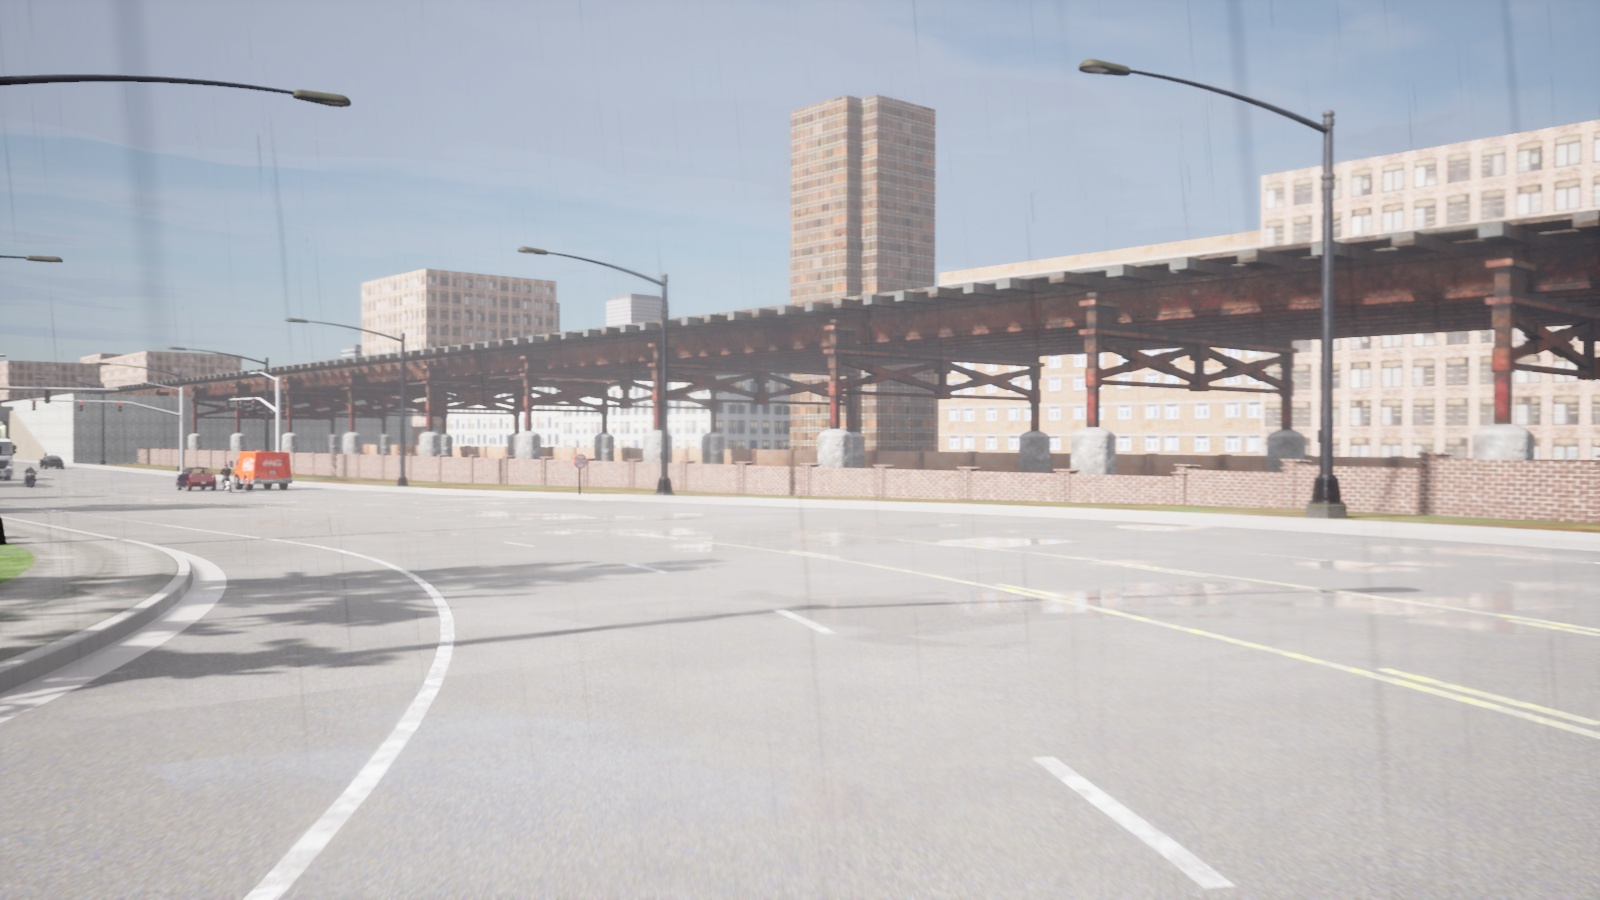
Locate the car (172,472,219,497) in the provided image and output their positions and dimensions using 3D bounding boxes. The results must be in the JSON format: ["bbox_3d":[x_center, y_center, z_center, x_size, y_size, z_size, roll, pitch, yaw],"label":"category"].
[{"bbox_3d":[-38.201,2.152,79.304,1.845,1.501,3.633,-1,0,-39],"label":"car"}]

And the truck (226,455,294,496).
[{"bbox_3d":[-34.653,1.606,80.532,2.627,2.467,5.204,-1,0,-40],"label":"truck"}]
